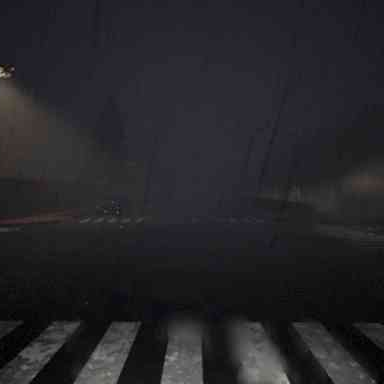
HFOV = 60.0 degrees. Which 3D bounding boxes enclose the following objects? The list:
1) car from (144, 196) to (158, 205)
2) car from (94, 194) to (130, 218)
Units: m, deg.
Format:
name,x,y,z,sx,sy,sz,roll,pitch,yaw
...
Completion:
name,x,y,z,sx,sy,sz,roll,pitch,yaw
car,-6.792,1.430,55.810,2.128,1.511,4.902,0,0,1
car,-6.968,1.212,29.669,2.150,2.045,5.566,0,0,0
